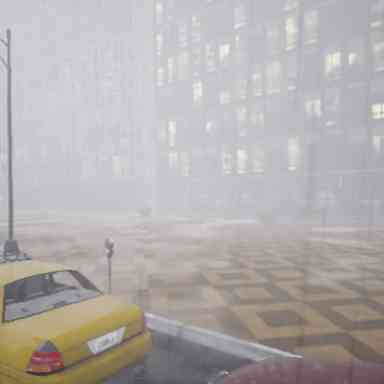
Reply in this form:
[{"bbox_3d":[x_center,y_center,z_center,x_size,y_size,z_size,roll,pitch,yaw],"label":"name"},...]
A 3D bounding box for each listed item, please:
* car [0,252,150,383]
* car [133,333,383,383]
[{"bbox_3d":[-2.783,1.563,4.874,4.829,1.417,1.752,-1,-1,36],"label":"car"},{"bbox_3d":[1.890,1.576,1.541,4.206,1.307,1.802,-1,-1,36],"label":"car"}]
